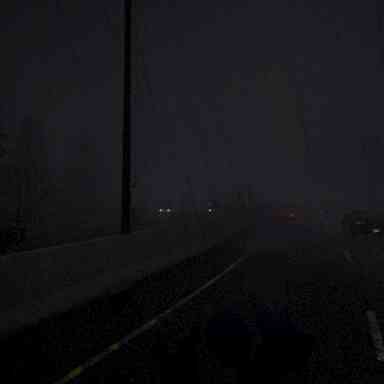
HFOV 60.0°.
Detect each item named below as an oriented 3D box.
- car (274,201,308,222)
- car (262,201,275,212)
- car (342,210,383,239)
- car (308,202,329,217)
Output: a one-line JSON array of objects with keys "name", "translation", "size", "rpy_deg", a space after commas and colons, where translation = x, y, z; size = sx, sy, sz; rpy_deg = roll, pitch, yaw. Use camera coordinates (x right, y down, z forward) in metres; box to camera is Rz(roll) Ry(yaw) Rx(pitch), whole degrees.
[{"name": "car", "translation": [8.312, 1.659, 28.368], "size": [1.882, 1.535, 5.008], "rpy_deg": [1, 0, 11]}, {"name": "car", "translation": [10.002, 1.811, 41.907], "size": [1.994, 1.385, 4.181], "rpy_deg": [1, 0, 4]}, {"name": "car", "translation": [9.430, 1.682, 18.075], "size": [1.812, 1.442, 4.674], "rpy_deg": [1, -1, 17]}, {"name": "car", "translation": [12.857, 1.740, 34.787], "size": [2.128, 1.511, 4.902], "rpy_deg": [1, 0, 7]}]
